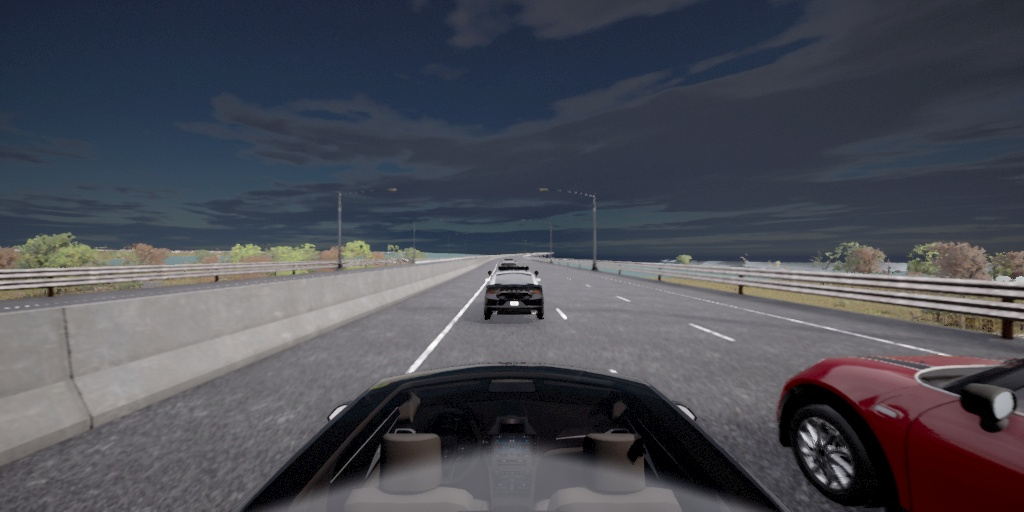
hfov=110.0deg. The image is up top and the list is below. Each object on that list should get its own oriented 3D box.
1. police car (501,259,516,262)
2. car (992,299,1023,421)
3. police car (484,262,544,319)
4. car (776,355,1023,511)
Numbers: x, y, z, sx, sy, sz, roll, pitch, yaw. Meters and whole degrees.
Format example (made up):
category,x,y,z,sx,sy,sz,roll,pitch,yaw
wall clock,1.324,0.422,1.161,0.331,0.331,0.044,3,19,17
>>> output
category,x,y,z,sx,sy,sz,roll,pitch,yaw
police car,-0.422,1.153,43.947,1.930,1.638,5.238,0,0,-1
car,7.093,1.274,2.288,1.812,1.442,4.674,0,0,0
police car,0.052,1.175,13.015,1.930,1.638,5.238,0,0,0
car,3.596,1.103,1.551,2.097,1.767,4.553,0,0,0
